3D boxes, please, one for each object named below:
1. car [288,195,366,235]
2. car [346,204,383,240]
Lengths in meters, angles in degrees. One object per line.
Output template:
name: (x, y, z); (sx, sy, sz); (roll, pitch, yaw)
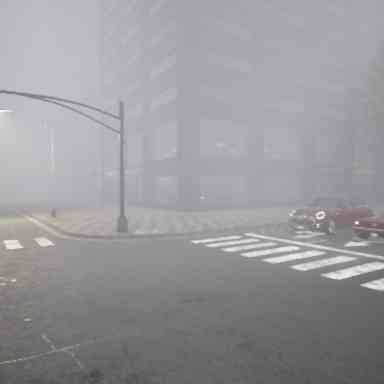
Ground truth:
car: (6.857, 0.994, 16.398); (4.553, 1.767, 2.097); (-1, 1, -32)
car: (8.736, 1.275, 13.745); (4.718, 1.301, 1.895); (-1, 1, -32)
